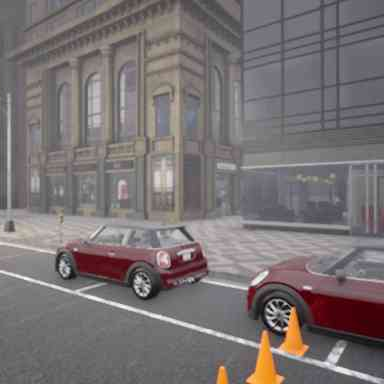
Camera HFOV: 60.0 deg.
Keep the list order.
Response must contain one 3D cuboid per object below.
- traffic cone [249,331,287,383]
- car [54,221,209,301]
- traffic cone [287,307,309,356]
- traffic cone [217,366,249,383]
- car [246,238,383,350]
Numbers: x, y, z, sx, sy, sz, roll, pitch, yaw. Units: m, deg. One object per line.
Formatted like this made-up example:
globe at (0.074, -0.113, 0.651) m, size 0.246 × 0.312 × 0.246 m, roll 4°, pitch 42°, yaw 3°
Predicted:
traffic cone at (0.874, 1.957, 3.970) m, size 0.340 × 0.580 × 0.340 m, roll 0°, pitch 0°, yaw 36°
car at (-1.687, 1.448, 8.449) m, size 4.097 × 1.590 × 1.967 m, roll 0°, pitch 0°, yaw 36°
traffic cone at (1.459, 1.957, 4.781) m, size 0.340 × 0.580 × 0.340 m, roll 0°, pitch 0°, yaw 36°
traffic cone at (0.288, 1.957, 3.159) m, size 0.340 × 0.580 × 0.340 m, roll 0°, pitch 0°, yaw 36°
car at (2.885, 1.441, 5.150) m, size 4.097 × 1.590 × 1.967 m, roll 0°, pitch 0°, yaw 36°
